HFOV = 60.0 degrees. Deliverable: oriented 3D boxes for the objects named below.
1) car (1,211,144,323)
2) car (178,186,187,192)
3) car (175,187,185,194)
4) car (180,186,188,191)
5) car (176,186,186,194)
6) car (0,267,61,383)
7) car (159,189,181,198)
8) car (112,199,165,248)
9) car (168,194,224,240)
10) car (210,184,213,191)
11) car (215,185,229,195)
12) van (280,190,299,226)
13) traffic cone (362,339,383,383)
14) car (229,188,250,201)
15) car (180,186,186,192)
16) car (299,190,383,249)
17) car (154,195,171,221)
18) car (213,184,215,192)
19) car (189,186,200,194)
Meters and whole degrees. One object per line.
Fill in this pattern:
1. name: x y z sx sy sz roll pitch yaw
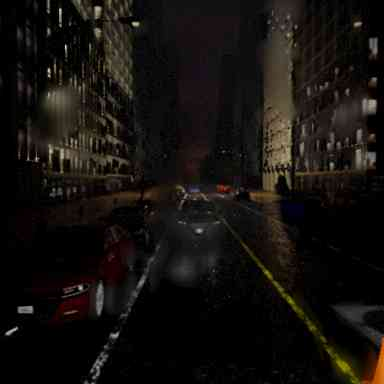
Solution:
1. car: -2.335 1.343 6.903 1.887 1.381 4.507 0 2 0
2. car: -2.244 -0.722 80.761 1.947 1.339 4.313 0 2 0
3. car: -2.293 0.388 40.991 2.008 1.369 4.403 0 2 0
4. car: -2.229 -1.060 92.124 2.008 1.369 4.403 0 2 0
5. car: -2.258 -0.436 69.228 1.752 1.417 4.829 0 2 0
6. car: -2.343 1.524 1.222 1.947 1.339 4.313 0 2 0
7. car: -2.307 0.708 29.628 2.008 1.369 4.403 0 2 0
8. car: -2.329 1.189 12.584 2.008 1.369 4.403 0 2 0
9. car: 0.272 1.078 14.519 2.128 1.511 4.902 0 2 0
10. car: 6.136 -0.837 80.748 1.967 1.590 4.097 0 2 0
11. car: 6.114 -0.479 63.700 2.192 1.841 5.009 0 2 0
12. van: 6.057 0.830 18.250 1.690 1.788 3.998 0 2 0
13. traffic cone: 2.083 1.853 3.573 0.340 0.580 0.340 0 2 0
14. car: 6.088 0.399 40.981 2.008 1.369 4.403 0 2 0
15. car: -2.279 0.098 52.354 1.802 1.307 4.206 0 2 0
16. car: 6.050 0.964 12.567 2.192 1.841 5.009 0 2 0
17. car: -2.321 1.060 18.267 1.802 1.307 4.206 0 2 0
18. car: 6.121 -0.640 69.382 2.192 1.841 5.009 0 2 0
19. car: 0.435 -0.362 65.059 1.882 1.535 5.008 0 2 0
